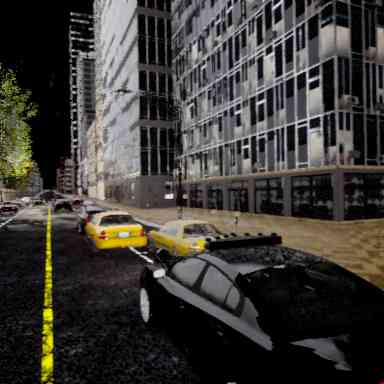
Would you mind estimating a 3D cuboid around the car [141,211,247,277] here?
[{"bbox_3d":[-0.235,1.477,11.084,1.752,1.417,4.829,-1,0,-23],"label":"car"}]

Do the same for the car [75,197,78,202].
[{"bbox_3d":[-18.103,1.587,52.691,1.887,1.381,4.507,-1,0,-23],"label":"car"}]

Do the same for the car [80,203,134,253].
[{"bbox_3d":[-3.351,1.450,13.790,1.801,1.575,5.366,-1,0,-23],"label":"car"}]

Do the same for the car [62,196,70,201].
[{"bbox_3d":[-33.797,1.644,89.230,1.802,1.307,4.206,-1,0,-23],"label":"car"}]

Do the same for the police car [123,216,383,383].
[{"bbox_3d":[0.627,1.390,4.527,1.930,1.638,5.238,-1,0,-23],"label":"police car"}]

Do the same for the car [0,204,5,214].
[{"bbox_3d":[-14.597,1.727,23.294,1.802,1.307,4.206,-1,0,-23],"label":"car"}]

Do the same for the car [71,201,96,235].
[{"bbox_3d":[-5.643,1.515,19.128,1.837,1.490,4.892,-1,0,-23],"label":"car"}]

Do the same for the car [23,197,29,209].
[{"bbox_3d":[-25.811,1.744,49.403,2.008,1.369,4.403,-1,0,-23],"label":"car"}]

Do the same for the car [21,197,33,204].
[{"bbox_3d":[-34.782,1.760,70.290,2.008,1.369,4.403,-1,0,-23],"label":"car"}]

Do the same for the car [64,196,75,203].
[{"bbox_3d":[-27.073,1.610,73.572,2.008,1.369,4.403,-1,0,-23],"label":"car"}]

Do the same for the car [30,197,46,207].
[{"bbox_3d":[-26.149,1.656,56.989,1.837,1.490,4.892,-1,0,-23],"label":"car"}]

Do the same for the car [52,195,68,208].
[{"bbox_3d":[-20.054,1.441,50.394,2.097,1.767,4.553,-1,0,-23],"label":"car"}]

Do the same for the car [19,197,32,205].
[{"bbox_3d":[-32.539,1.757,65.067,2.008,1.369,4.403,-1,0,-23],"label":"car"}]

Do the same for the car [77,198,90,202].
[{"bbox_3d":[-11.377,1.600,37.030,1.802,1.307,4.206,-1,0,-23],"label":"car"}]

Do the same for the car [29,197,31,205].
[{"bbox_3d":[-30.229,1.728,59.689,1.752,1.417,4.829,-1,0,-23],"label":"car"}]

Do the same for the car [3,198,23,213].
[{"bbox_3d":[-21.325,1.722,38.959,1.887,1.381,4.507,-1,0,-23],"label":"car"}]

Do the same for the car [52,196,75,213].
[{"bbox_3d":[-15.129,1.575,38.999,1.837,1.490,4.892,-1,0,-23],"label":"car"}]

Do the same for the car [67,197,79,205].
[{"bbox_3d":[-22.587,1.618,63.131,1.947,1.339,4.313,-1,0,-23],"label":"car"}]
